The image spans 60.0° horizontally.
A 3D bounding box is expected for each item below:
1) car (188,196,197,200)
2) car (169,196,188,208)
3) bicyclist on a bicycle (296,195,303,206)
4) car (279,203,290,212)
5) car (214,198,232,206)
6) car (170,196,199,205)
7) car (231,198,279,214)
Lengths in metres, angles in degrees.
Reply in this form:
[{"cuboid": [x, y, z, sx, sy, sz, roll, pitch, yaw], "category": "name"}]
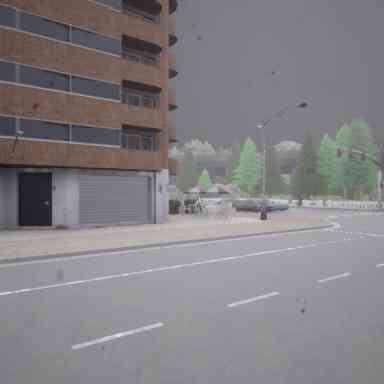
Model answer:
[{"cuboid": [-1.748, 1.437, 50.254, 4.902, 1.511, 2.128, 0, 0, 38], "category": "car"}, {"cuboid": [-3.262, 1.296, 46.882, 4.553, 1.767, 2.097, 0, 0, 42], "category": "car"}, {"cuboid": [15.323, 1.245, 47.313, 1.656, 1.620, 0.582, 0, 0, -36], "category": "bicyclist on a bicycle"}, {"cuboid": [8.671, 1.545, 37.687, 1.895, 1.301, 4.718, 0, 0, -36], "category": "car"}, {"cuboid": [5.238, 1.508, 48.401, 1.994, 1.385, 4.181, 0, 0, -41], "category": "car"}, {"cuboid": [-1.356, 1.436, 58.822, 4.902, 1.511, 2.128, 0, 0, 33], "category": "car"}, {"cuboid": [6.520, 1.507, 34.684, 1.994, 1.385, 4.181, 0, 0, -36], "category": "car"}]
